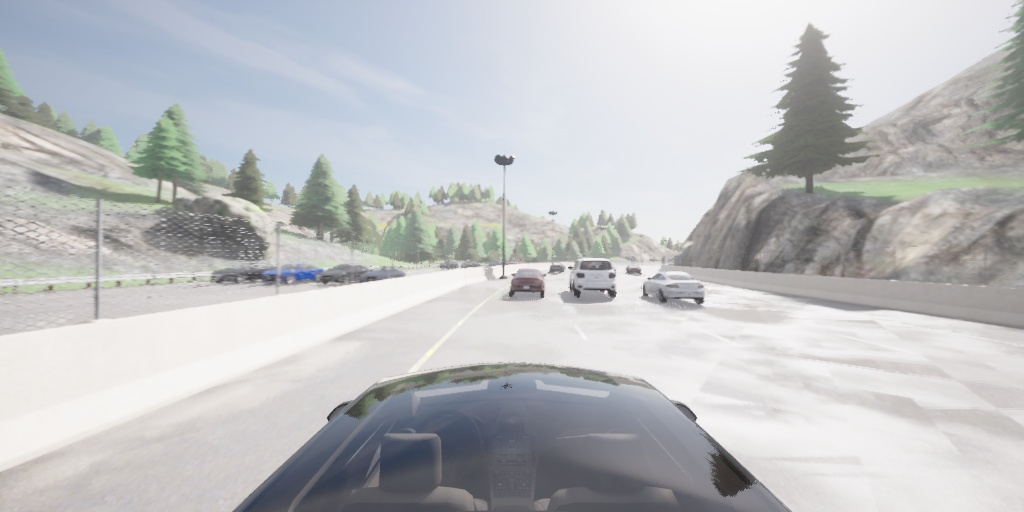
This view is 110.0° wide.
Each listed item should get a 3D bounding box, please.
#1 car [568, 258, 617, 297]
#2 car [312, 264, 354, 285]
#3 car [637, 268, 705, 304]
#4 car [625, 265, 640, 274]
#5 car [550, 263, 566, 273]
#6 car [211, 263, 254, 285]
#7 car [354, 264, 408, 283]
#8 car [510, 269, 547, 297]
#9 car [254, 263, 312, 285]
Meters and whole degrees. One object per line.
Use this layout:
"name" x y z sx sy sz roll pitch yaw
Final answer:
"car" 4.489 1.158 20.526 2.150 2.045 5.566 0 0 6
"car" -12.515 1.334 27.268 1.837 1.490 4.892 0 0 7
"car" 7.790 1.469 17.587 1.812 1.442 4.674 0 0 5
"car" 16.995 1.880 50.378 1.895 1.301 4.718 0 0 15
"car" 6.597 1.684 51.655 2.128 1.511 4.902 0 0 15
"car" -19.625 1.252 26.648 2.128 1.511 4.902 0 -1 7
"car" -9.152 1.414 25.880 1.994 1.385 4.181 0 0 7
"car" 0.960 1.426 20.247 1.812 1.442 4.674 0 0 6
"car" -16.109 1.269 26.677 1.882 1.535 5.008 0 -1 7
